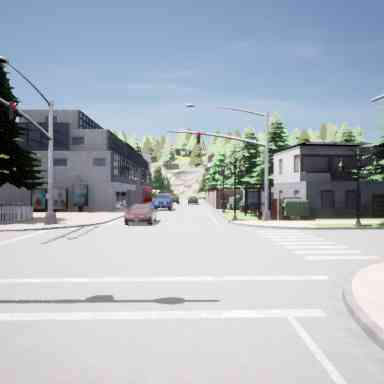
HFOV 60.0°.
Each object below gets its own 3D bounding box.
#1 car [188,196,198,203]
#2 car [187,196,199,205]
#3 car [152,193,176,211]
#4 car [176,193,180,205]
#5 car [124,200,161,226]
[{"bbox_3d":[0.197,1.547,70.017,2.033,1.411,5.357,0,0,0],"label":"car"},{"bbox_3d":[0.189,1.505,59.596,1.837,1.490,4.892,0,0,0],"label":"car"},{"bbox_3d":[-3.539,1.222,40.431,2.150,2.045,5.566,0,0,0],"label":"car"},{"bbox_3d":[-3.442,1.223,60.774,2.150,2.045,5.566,0,0,1],"label":"car"},{"bbox_3d":[-3.568,1.526,23.714,1.812,1.442,4.674,0,0,0],"label":"car"}]
